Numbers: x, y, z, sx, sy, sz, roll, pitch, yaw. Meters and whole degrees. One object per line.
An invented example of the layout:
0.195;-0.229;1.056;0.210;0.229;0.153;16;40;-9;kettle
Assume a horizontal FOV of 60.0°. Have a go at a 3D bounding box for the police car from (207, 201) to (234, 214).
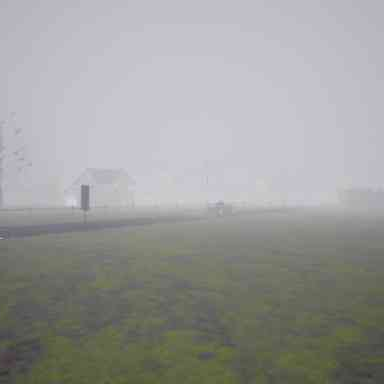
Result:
3.828;2.034;44.773;1.930;1.638;5.238;1;0;35;police car
